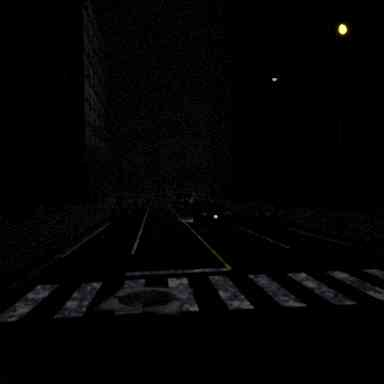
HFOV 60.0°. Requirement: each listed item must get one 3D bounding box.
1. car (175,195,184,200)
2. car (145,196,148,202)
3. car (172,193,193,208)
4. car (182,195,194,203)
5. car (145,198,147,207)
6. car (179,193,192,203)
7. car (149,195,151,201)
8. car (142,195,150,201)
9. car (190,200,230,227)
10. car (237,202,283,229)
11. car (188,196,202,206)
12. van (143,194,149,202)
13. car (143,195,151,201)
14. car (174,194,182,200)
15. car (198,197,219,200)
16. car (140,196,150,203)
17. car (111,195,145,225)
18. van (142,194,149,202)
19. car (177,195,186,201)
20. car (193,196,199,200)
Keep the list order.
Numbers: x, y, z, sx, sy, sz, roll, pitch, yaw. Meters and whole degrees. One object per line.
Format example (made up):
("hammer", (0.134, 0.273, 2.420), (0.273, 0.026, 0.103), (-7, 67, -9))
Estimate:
("car", (-3.179, 1.398, 85.724), (1.887, 1.381, 4.507), (-1, 0, -6))
("car", (-6.760, 1.571, 41.374), (1.752, 1.417, 4.829), (-1, 0, -6))
("car", (-1.616, 1.152, 47.211), (2.150, 2.045, 5.566), (-1, 0, -6))
("car", (-0.763, 1.388, 64.279), (1.752, 1.417, 4.829), (-1, 0, -6))
("car", (-6.168, 1.632, 36.139), (1.802, 1.307, 4.206), (-1, 0, -6))
("car", (-1.357, 1.175, 69.513), (2.192, 1.841, 5.009), (-1, 0, -6))
("car", (-8.605, 1.585, 57.753), (2.008, 1.369, 4.403), (-1, 0, -6))
("car", (-11.631, 1.546, 84.601), (1.752, 1.417, 4.829), (-1, 0, -6))
("car", (1.240, 1.511, 22.740), (1.994, 1.385, 4.181), (-1, 0, -6))
("car", (4.125, 1.337, 20.883), (1.967, 1.590, 4.097), (-1, 0, -6))
("car", (0.455, 1.395, 53.472), (1.752, 1.417, 4.829), (-1, 0, -6))
("van", (-8.000, 1.379, 52.349), (1.690, 1.788, 3.998), (-1, 0, -6))
("car", (-12.258, 1.585, 90.173), (1.947, 1.339, 4.313), (-1, 0, -6))
("car", (-3.790, 1.292, 91.126), (1.967, 1.590, 4.097), (-1, 0, -6))
("car", (2.301, 1.433, 37.093), (2.008, 1.369, 4.403), (-1, 0, -6))
("car", (-10.431, 1.591, 73.962), (1.947, 1.339, 4.313), (-1, 0, -6))
("car", (-4.956, 1.374, 25.331), (2.192, 1.841, 5.009), (-1, 0, -6))
("van", (-11.044, 1.364, 79.365), (1.690, 1.788, 3.998), (-1, 0, -6))
("car", (-2.590, 1.380, 80.489), (1.752, 1.417, 4.829), (-1, 0, -6))
("car", (1.692, 1.423, 42.497), (1.887, 1.381, 4.507), (-1, 0, -6))
